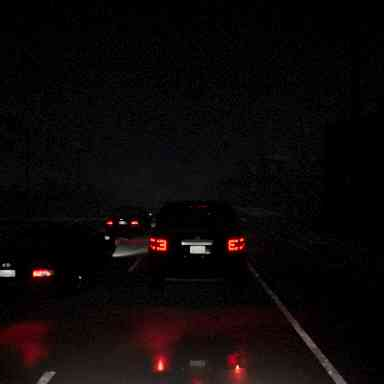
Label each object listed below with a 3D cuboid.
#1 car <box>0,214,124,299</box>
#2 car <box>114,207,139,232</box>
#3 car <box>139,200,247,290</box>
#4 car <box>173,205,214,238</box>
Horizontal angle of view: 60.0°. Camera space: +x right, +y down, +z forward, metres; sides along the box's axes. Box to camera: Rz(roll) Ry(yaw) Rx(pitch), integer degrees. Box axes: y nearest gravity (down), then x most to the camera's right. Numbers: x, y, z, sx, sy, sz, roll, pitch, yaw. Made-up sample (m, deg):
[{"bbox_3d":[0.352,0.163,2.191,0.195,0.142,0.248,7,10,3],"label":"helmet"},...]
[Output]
[{"bbox_3d":[-3.410,1.547,8.648,2.033,1.411,5.357,0,0,0],"label":"car"},{"bbox_3d":[-3.412,1.547,18.719,2.033,1.411,5.357,0,0,0],"label":"car"},{"bbox_3d":[0.095,1.221,9.188,2.150,2.045,5.566,0,0,0],"label":"car"},{"bbox_3d":[0.091,1.547,19.119,2.033,1.411,5.357,0,0,0],"label":"car"}]
